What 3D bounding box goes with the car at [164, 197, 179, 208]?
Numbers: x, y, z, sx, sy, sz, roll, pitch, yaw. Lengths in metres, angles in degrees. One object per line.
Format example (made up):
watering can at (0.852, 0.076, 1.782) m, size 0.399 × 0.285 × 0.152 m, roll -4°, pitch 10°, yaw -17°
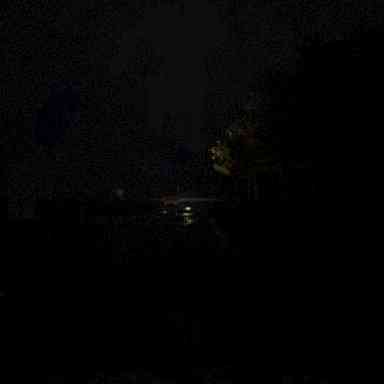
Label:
car at (-2.728, 1.383, 45.082) m, size 1.882 × 1.535 × 5.008 m, roll 0°, pitch 2°, yaw 0°
